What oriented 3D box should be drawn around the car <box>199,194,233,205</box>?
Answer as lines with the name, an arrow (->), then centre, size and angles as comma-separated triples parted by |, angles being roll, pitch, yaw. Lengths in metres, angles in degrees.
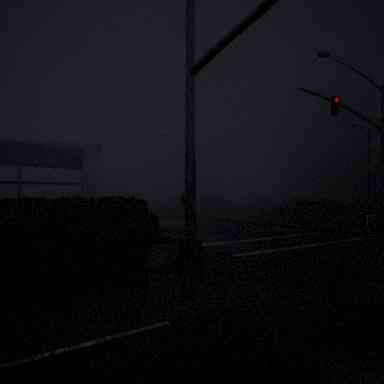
car -> 3.944, 1.298, 54.826 | 4.514, 1.523, 2.007 | 0, 0, -35

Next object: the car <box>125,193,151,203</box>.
car -> -9.550, 1.361, 60.523 | 3.806, 1.475, 1.970 | 0, 0, -35

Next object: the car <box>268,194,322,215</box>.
car -> 10.184, 1.330, 32.521 | 5.027, 1.636, 2.152 | 0, 0, -35

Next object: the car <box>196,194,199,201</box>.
car -> 1.567, 1.298, 76.863 | 4.514, 1.523, 2.007 | 0, 0, -35

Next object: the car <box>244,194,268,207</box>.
car -> 9.654, 1.320, 46.625 | 3.633, 1.501, 1.845 | 0, 0, -35

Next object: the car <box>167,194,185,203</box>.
car -> -2.634, 1.097, 65.428 | 4.605, 1.855, 1.932 | 0, 0, -35

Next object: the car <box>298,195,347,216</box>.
car -> 12.030, 1.340, 29.984 | 4.514, 1.523, 2.007 | 0, 0, -35

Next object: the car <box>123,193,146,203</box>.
car -> -10.961, 1.077, 63.595 | 3.866, 1.878, 1.905 | 0, 0, -35

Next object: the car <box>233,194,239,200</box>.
car -> 9.441, 1.232, 77.918 | 3.806, 1.475, 1.970 | 0, 0, -35

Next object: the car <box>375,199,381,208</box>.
car -> 25.542, 1.384, 43.130 | 3.806, 1.475, 1.970 | 0, 0, -35

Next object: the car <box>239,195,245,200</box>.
car -> 13.395, 1.154, 72.853 | 5.027, 1.636, 2.152 | 0, 0, -35
